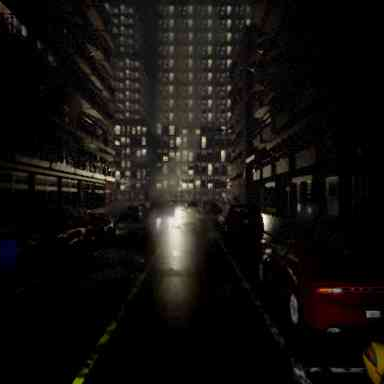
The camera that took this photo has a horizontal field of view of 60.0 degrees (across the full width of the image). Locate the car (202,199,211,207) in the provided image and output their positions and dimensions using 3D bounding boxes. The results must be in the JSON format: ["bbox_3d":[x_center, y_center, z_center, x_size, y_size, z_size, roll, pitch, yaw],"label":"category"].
[{"bbox_3d":[2.599,2.066,46.590,1.752,1.417,4.829,0,-1,0],"label":"car"}]

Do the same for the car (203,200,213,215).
[{"bbox_3d":[2.595,1.999,40.950,1.752,1.417,4.829,0,-1,0],"label":"car"}]

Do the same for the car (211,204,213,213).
[{"bbox_3d":[2.584,1.801,24.031,1.752,1.417,4.829,0,-1,0],"label":"car"}]

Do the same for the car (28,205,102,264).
[{"bbox_3d":[-5.302,1.457,12.587,2.192,1.841,5.009,0,-1,0],"label":"car"}]

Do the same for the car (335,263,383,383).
[{"bbox_3d":[2.570,1.544,1.471,1.752,1.417,4.829,0,-1,0],"label":"car"}]

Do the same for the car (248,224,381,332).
[{"bbox_3d":[2.573,1.626,6.941,1.887,1.381,4.507,0,-1,0],"label":"car"}]

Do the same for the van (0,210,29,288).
[{"bbox_3d":[-5.305,1.419,6.947,1.690,1.788,3.998,0,-1,0],"label":"van"}]

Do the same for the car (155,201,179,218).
[{"bbox_3d":[-2.746,1.962,36.075,2.033,1.411,5.357,0,-1,1],"label":"car"}]

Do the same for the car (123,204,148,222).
[{"bbox_3d":[-5.293,1.919,29.505,1.802,1.307,4.206,0,-1,0],"label":"car"}]

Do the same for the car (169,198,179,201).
[{"bbox_3d":[-5.086,2.144,73.120,4.902,1.511,2.128,0,-1,29],"label":"car"}]

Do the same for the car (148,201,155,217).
[{"bbox_3d":[-5.289,1.926,34.975,1.752,1.417,4.829,0,-1,0],"label":"car"}]

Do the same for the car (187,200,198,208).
[{"bbox_3d":[0.019,2.251,64.271,1.837,1.490,4.892,0,-1,-4],"label":"car"}]

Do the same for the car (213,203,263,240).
[{"bbox_3d":[2.582,1.525,18.223,2.192,1.841,5.009,0,-1,0],"label":"car"}]

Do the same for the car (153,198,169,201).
[{"bbox_3d":[-5.277,1.918,52.068,2.192,1.841,5.009,0,-1,0],"label":"car"}]

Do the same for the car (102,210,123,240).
[{"bbox_3d":[-5.300,1.789,18.225,1.802,1.307,4.206,0,-1,0],"label":"car"}]
